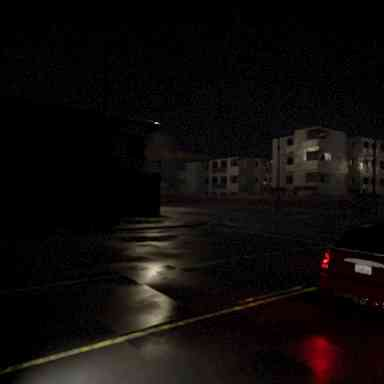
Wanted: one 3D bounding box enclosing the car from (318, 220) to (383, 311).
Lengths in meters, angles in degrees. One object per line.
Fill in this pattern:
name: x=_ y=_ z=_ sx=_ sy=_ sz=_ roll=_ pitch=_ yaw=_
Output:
car: x=4.814 y=1.434 z=7.213 sx=4.553 sy=1.767 sz=2.097 roll=1 pitch=-1 yaw=-35
